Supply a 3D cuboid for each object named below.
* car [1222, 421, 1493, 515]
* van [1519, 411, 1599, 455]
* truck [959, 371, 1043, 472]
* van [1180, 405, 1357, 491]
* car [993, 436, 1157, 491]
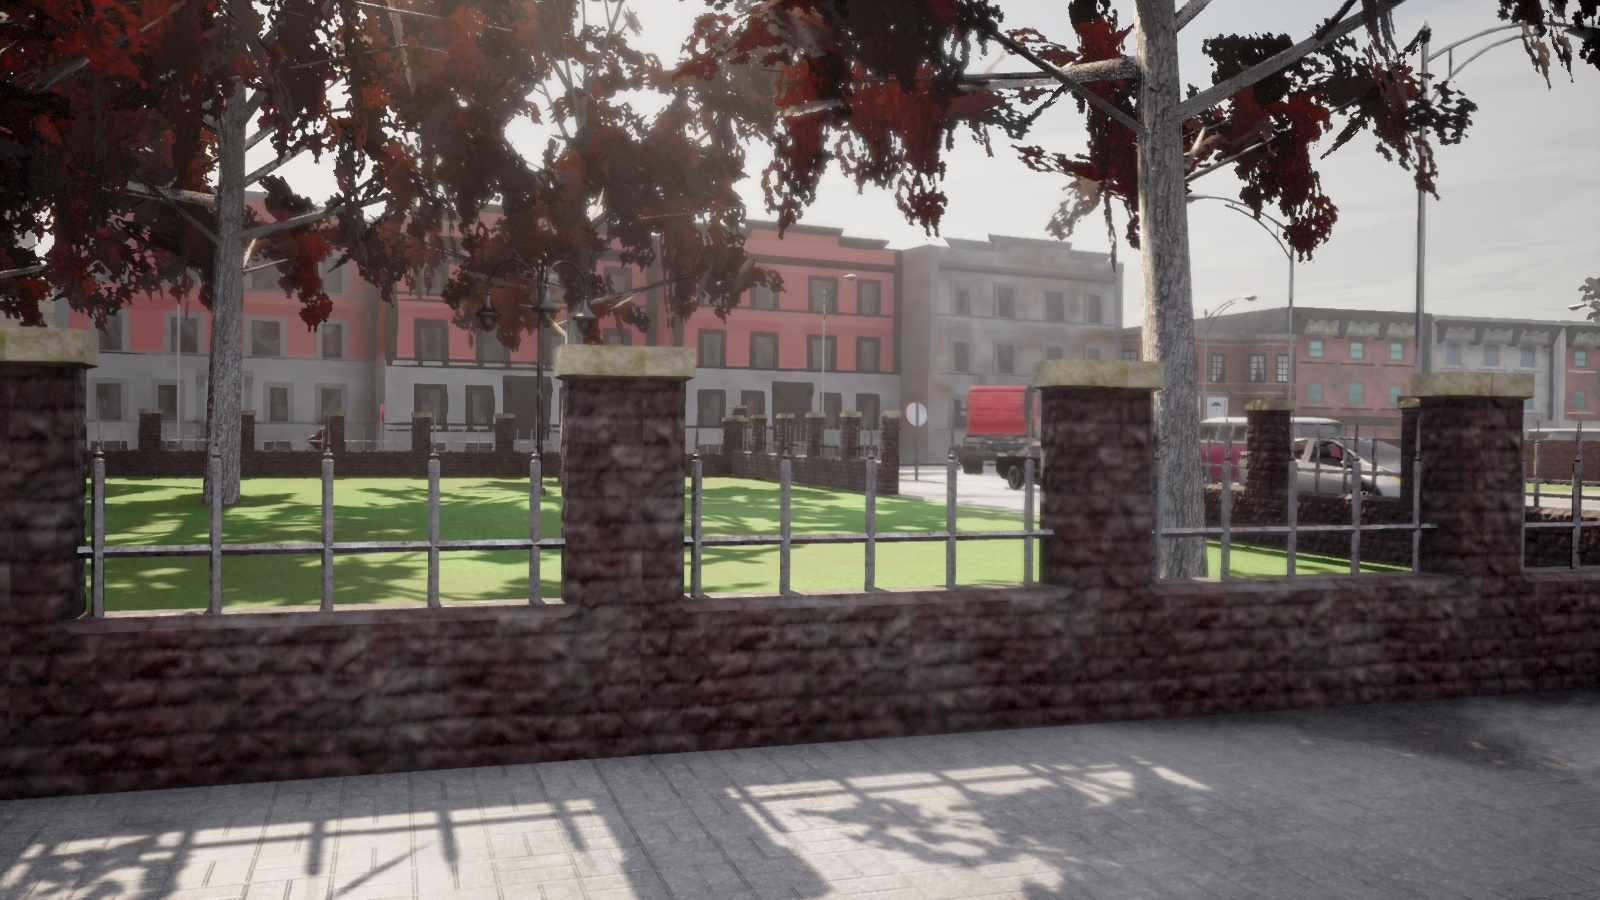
[{"bbox_3d":[10.067,0.260,23.108,2.007,1.525,4.514,-1,1,-20],"label":"car"},{"bbox_3d":[36.075,-0.794,58.682,4.442,1.987,1.775,-1,1,-18],"label":"van"},{"bbox_3d":[7.716,-1.049,47.940,2.891,3.462,7.936,-1,1,10],"label":"truck"},{"bbox_3d":[11.623,-0.086,31.484,1.775,1.987,4.442,-1,1,-18],"label":"van"},{"bbox_3d":[6.994,0.294,32.525,1.895,1.301,4.718,-1,1,-20],"label":"car"}]
